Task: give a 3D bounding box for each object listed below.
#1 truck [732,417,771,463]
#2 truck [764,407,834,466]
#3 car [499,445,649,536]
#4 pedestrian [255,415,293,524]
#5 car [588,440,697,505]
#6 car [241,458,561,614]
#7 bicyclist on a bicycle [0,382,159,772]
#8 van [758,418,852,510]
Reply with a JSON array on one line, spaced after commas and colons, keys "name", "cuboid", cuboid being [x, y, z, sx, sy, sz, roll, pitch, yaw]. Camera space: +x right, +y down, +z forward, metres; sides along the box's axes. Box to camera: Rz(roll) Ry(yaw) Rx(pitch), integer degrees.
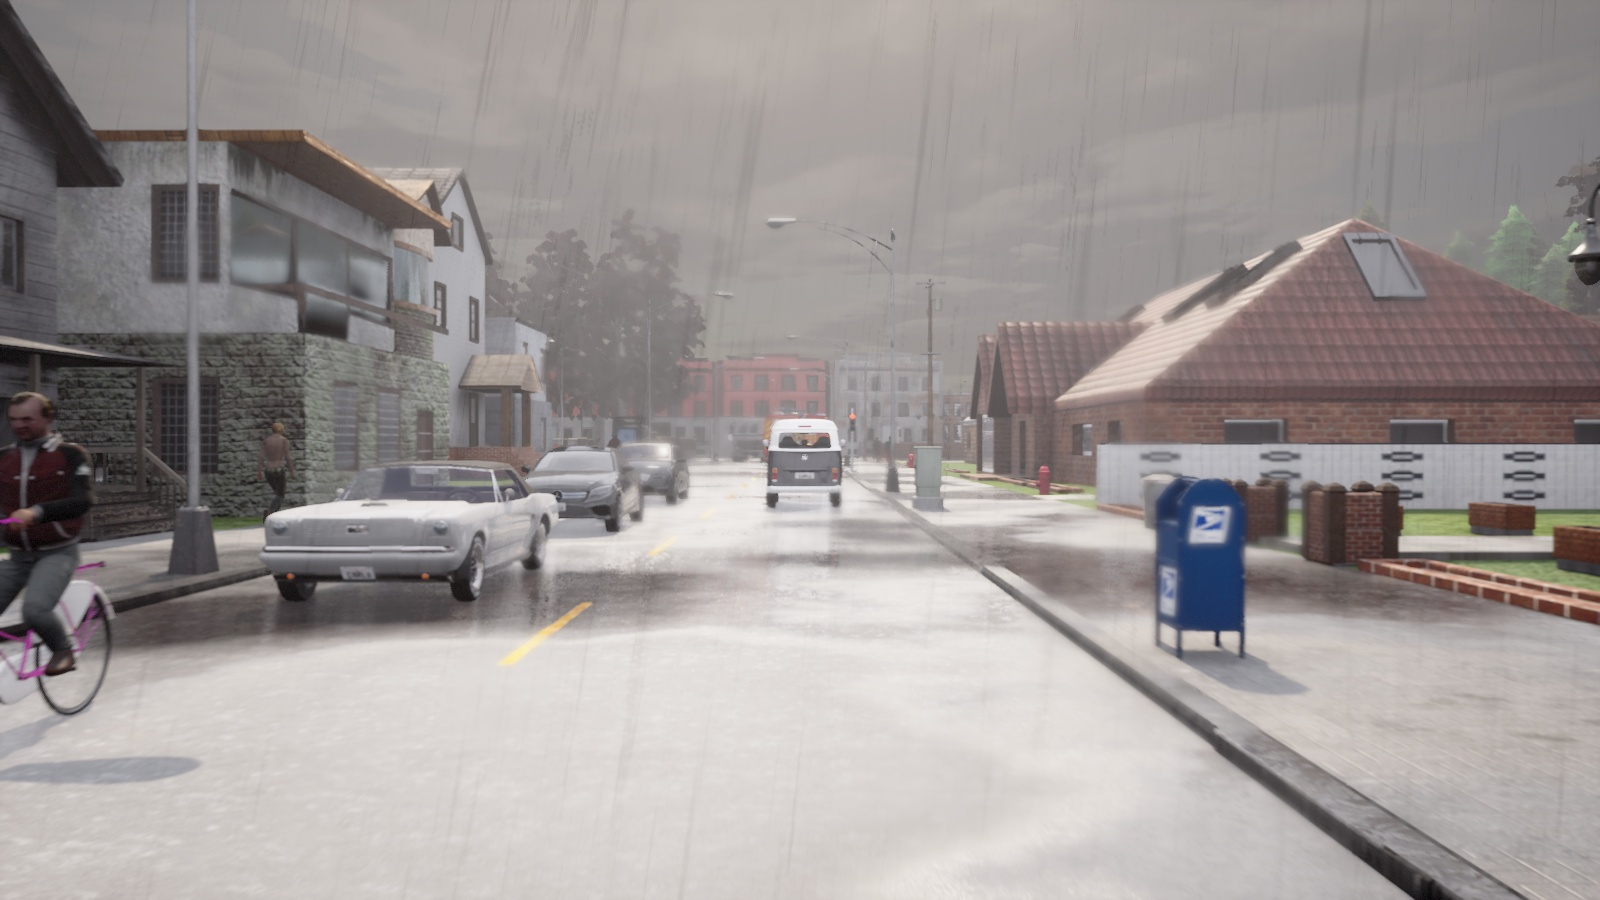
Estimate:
[{"name": "truck", "cuboid": [-3.731, -0.792, 98.260, 2.891, 3.462, 7.936, 0, 0, -1]}, {"name": "truck", "cuboid": [0.050, -0.904, 86.193, 2.891, 3.827, 8.468, 0, 0, 14]}, {"name": "car", "cuboid": [-3.908, 0.642, 22.500, 1.812, 1.442, 4.674, 0, 0, 0]}, {"name": "pedestrian", "cuboid": [-9.079, 0.327, 21.689, 0.331, 1.846, 0.634, 0, 0, 8]}, {"name": "car", "cuboid": [-3.873, 0.521, 31.775, 2.128, 1.511, 4.902, 0, 0, 0]}, {"name": "car", "cuboid": [-3.941, 0.768, 13.362, 1.895, 1.301, 4.718, 0, 0, 0]}, {"name": "bicyclist on a bicycle", "cuboid": [-3.976, 0.579, 6.224, 0.659, 1.776, 1.843, 0, 0, 0]}, {"name": "van", "cuboid": [0.121, 0.301, 29.951, 2.069, 2.038, 4.480, 0, 0, 0]}]
